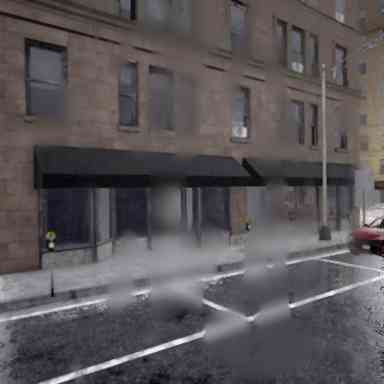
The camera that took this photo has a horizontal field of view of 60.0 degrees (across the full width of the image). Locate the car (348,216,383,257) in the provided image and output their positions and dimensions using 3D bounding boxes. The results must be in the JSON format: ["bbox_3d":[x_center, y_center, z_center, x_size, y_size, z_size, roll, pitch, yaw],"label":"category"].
[{"bbox_3d":[7.311,1.480,11.763,4.507,1.381,1.887,0,0,-36],"label":"car"}]
